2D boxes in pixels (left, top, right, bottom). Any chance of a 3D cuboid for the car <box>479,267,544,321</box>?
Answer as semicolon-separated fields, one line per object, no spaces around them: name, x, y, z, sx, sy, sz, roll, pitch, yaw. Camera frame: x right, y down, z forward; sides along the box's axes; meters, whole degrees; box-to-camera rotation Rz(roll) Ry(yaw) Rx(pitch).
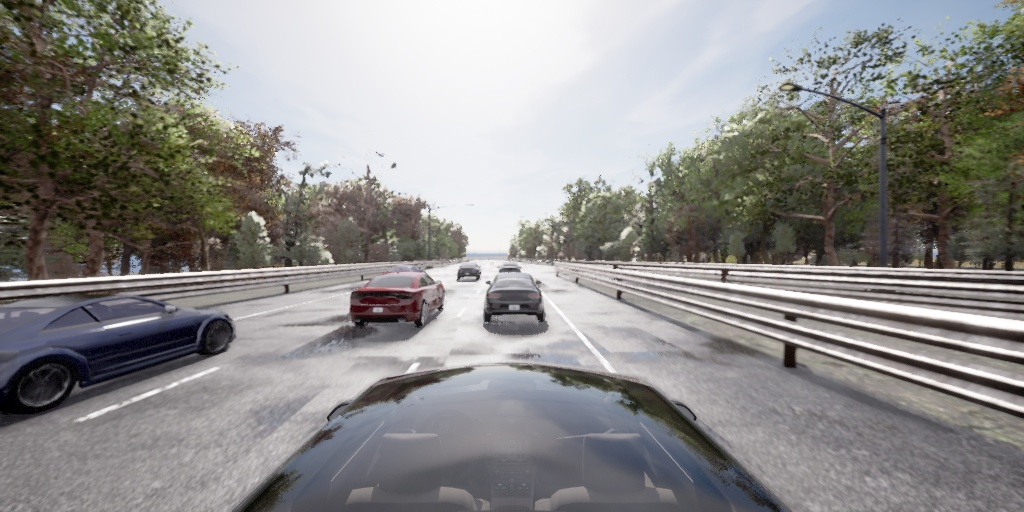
car;0.051;1.279;12.341;1.812;1.442;4.674;0;0;0

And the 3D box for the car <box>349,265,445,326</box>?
car;-3.445;1.232;11.654;1.882;1.535;5.008;0;0;0

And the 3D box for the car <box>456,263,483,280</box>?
car;-3.715;1.298;31.654;1.812;1.442;4.674;0;0;-1

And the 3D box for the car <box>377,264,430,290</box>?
car;-7.079;1.312;24.068;2.033;1.411;5.357;0;0;-1

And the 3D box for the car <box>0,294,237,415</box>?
car;-6.917;1.316;5.993;1.994;1.385;4.181;0;0;0

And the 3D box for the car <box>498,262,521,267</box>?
car;-0.195;1.274;30.536;1.837;1.490;4.892;0;0;-1
